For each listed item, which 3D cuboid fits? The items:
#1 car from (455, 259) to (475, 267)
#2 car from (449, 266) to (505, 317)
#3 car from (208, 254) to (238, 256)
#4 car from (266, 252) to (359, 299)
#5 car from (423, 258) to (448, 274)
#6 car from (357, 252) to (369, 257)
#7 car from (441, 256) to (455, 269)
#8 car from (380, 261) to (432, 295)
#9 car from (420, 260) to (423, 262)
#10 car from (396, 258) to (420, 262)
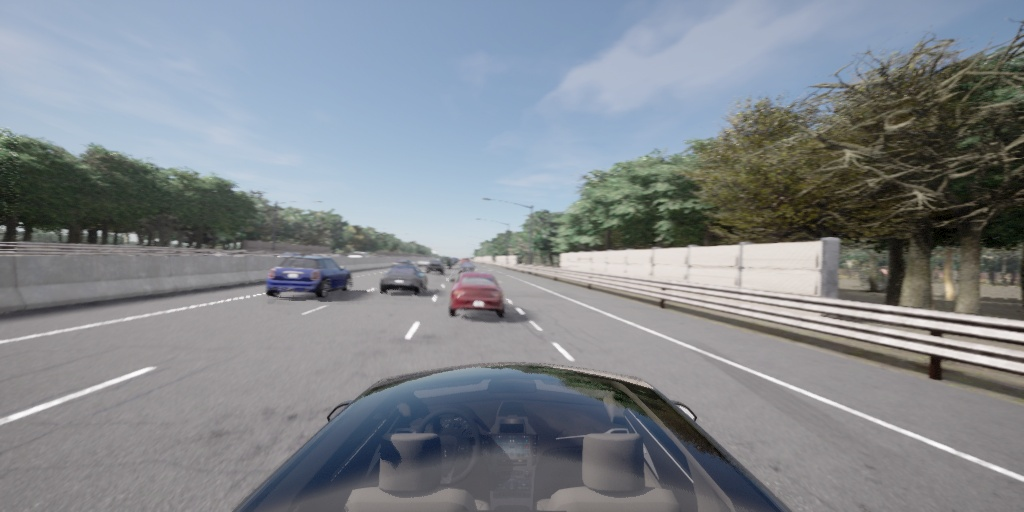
[{"bbox_3d":[-5.107,1.460,40.992,2.033,1.411,5.357,3,-1,-8],"label":"car"},{"bbox_3d":[-1.337,1.317,13.365,1.812,1.442,4.674,3,-1,-8],"label":"car"},{"bbox_3d":[-20.598,0.522,25.194,1.895,1.301,4.718,3,-1,-8],"label":"car"},{"bbox_3d":[-8.734,0.785,15.934,2.097,1.767,4.553,3,-1,-8],"label":"car"},{"bbox_3d":[-8.570,1.235,40.527,1.837,1.490,4.892,3,-1,-8],"label":"car"},{"bbox_3d":[-25.211,0.396,59.064,2.150,2.045,5.566,3,-1,-7],"label":"car"},{"bbox_3d":[-11.548,1.114,62.442,2.150,2.045,5.566,3,-1,-8],"label":"car"},{"bbox_3d":[-5.652,1.190,19.124,1.994,1.385,4.181,3,-1,-8],"label":"car"},{"bbox_3d":[-15.024,1.308,61.921,1.895,1.301,4.718,3,-1,-8],"label":"car"},{"bbox_3d":[-12.034,1.036,40.058,2.128,1.511,4.902,3,-1,-8],"label":"car"}]
